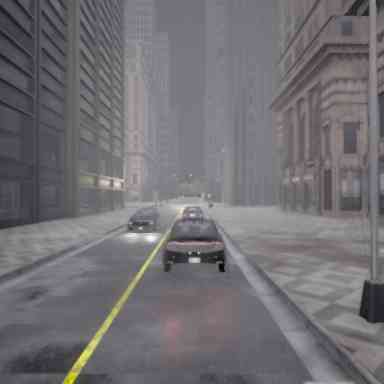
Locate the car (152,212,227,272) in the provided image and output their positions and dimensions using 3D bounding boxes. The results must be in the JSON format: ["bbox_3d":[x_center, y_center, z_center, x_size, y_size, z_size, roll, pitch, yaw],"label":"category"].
[{"bbox_3d":[0.079,1.646,11.354,2.128,1.511,4.902,0,-1,0],"label":"car"}]

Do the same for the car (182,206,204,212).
[{"bbox_3d":[0.077,1.933,29.088,2.033,1.411,5.357,0,-1,0],"label":"car"}]

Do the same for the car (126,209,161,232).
[{"bbox_3d":[-3.112,1.852,22.812,2.033,1.411,5.357,0,-1,0],"label":"car"}]
